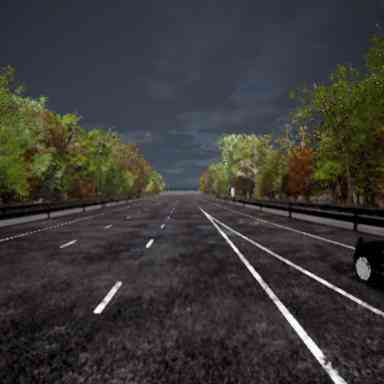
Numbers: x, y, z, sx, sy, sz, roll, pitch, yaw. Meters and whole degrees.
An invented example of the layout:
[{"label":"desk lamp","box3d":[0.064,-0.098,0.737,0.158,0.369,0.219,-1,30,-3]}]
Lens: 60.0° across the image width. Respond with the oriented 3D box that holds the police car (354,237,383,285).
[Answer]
[{"label":"police car","box3d":[5.199,1.398,6.608,1.930,1.638,5.238,0,0,-6]}]
